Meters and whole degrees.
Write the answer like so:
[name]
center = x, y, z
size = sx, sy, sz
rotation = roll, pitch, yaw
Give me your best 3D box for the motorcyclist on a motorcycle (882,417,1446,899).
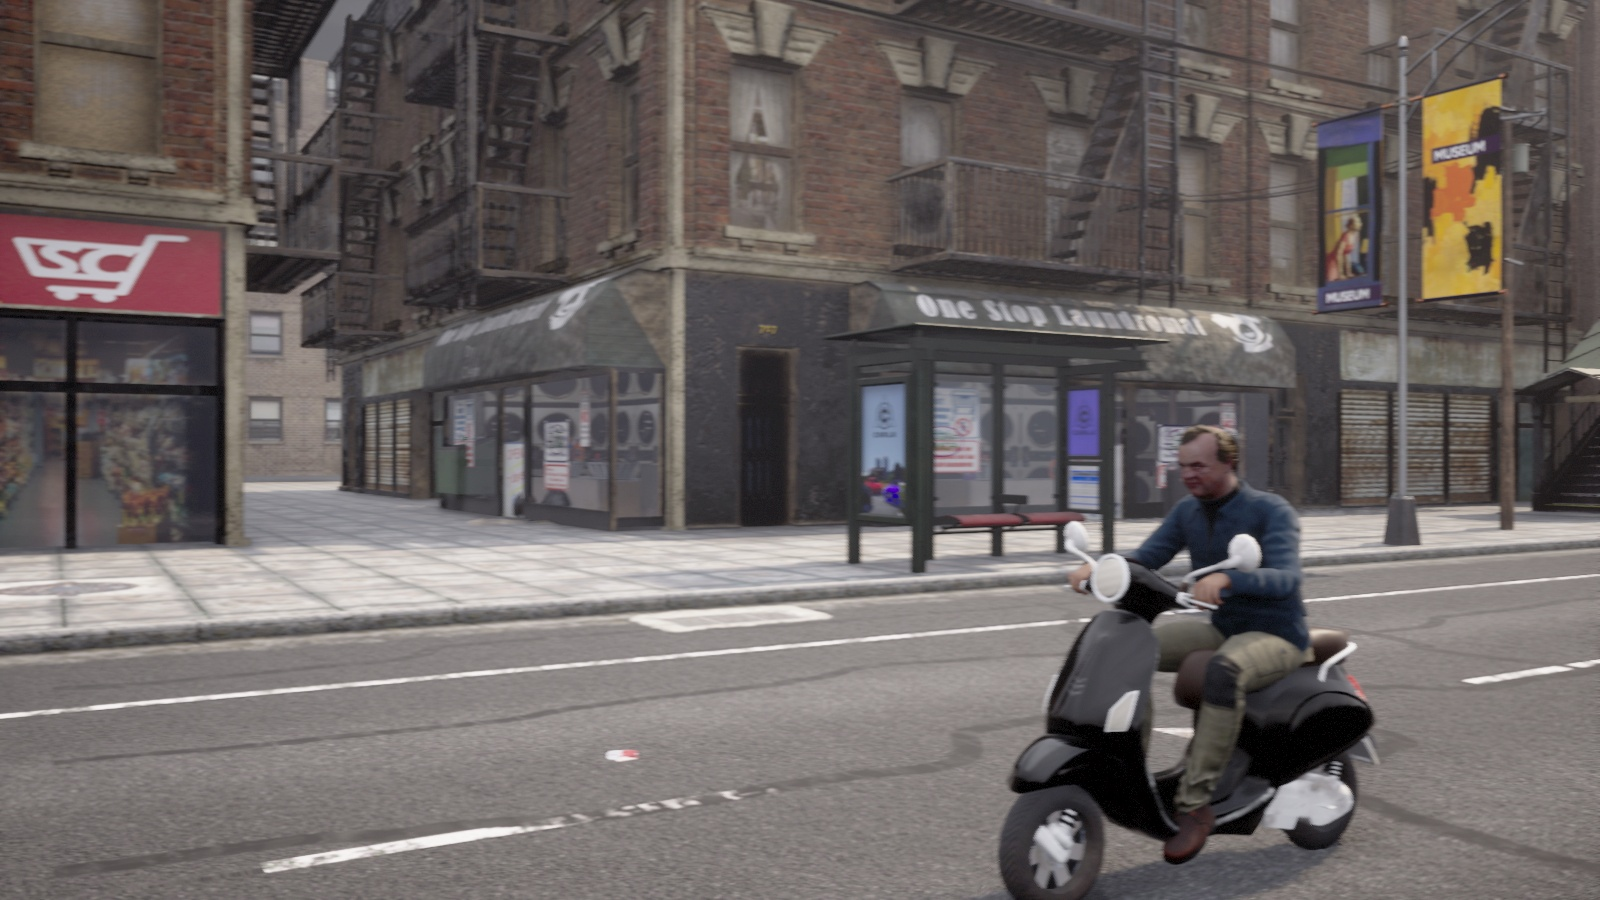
[motorcyclist on a motorcycle]
center = 1.279, 0.703, 4.342
size = 1.817, 1.590, 0.866
rotation = 0, 0, -31
